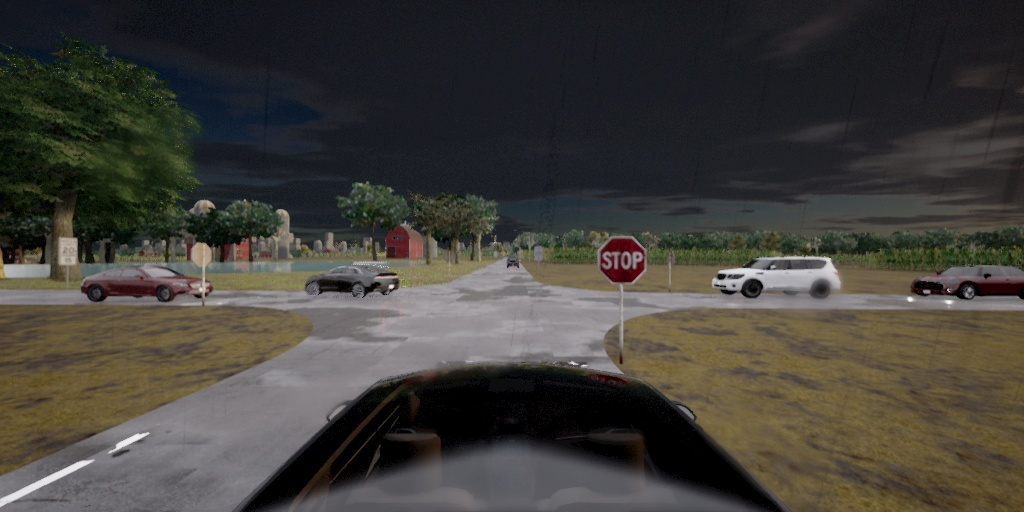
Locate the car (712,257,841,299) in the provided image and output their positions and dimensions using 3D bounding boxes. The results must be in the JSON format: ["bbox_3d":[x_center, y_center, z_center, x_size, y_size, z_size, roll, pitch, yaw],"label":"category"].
[{"bbox_3d":[13.353,1.053,18.284,5.566,2.045,2.150,0,-1,1],"label":"car"}]

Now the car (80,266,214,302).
[{"bbox_3d":[-15.479,1.154,15.289,4.674,1.442,1.812,0,-1,1],"label":"car"}]

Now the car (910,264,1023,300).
[{"bbox_3d":[23.349,1.258,18.252,4.553,1.767,2.097,0,-1,0],"label":"car"}]

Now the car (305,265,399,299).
[{"bbox_3d":[-7.753,1.186,17.318,4.902,1.511,2.128,0,-1,23],"label":"car"}]

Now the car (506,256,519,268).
[{"bbox_3d":[0.151,1.102,57.828,1.837,1.490,4.892,0,0,0],"label":"car"}]
